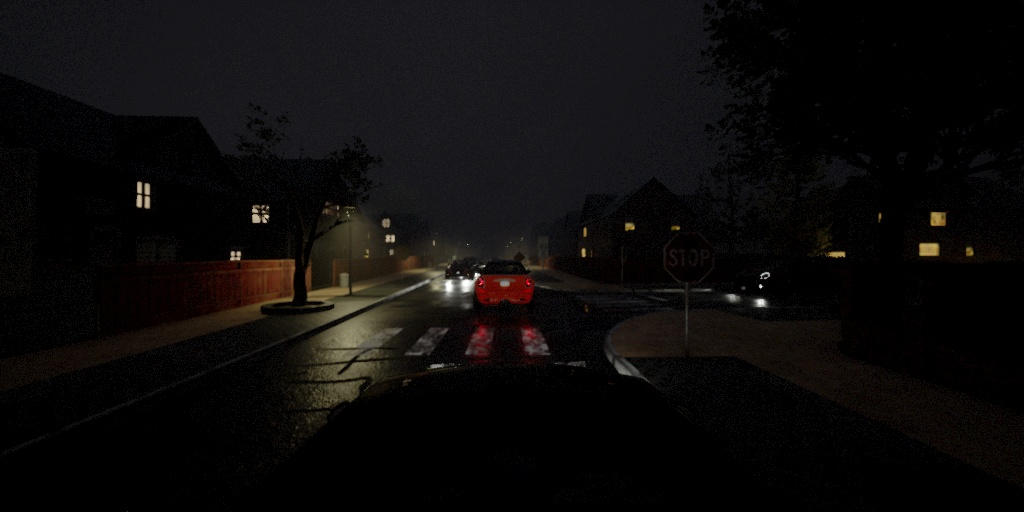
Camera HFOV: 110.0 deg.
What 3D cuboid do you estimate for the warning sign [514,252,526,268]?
[{"bbox_3d":[0.843,0.437,39.282,1.300,1.860,1.060,0,0,-3],"label":"warning sign"}]

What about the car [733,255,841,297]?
[{"bbox_3d":[12.514,0.828,16.080,4.553,1.767,2.097,0,0,-4],"label":"car"}]

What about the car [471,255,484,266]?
[{"bbox_3d":[-5.356,0.675,56.104,1.882,1.535,5.008,0,0,-2],"label":"car"}]

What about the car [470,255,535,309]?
[{"bbox_3d":[-0.327,0.936,14.092,2.097,1.767,4.553,0,1,-2],"label":"car"}]

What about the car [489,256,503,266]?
[{"bbox_3d":[-2.515,0.761,56.332,1.994,1.385,4.181,0,0,-2],"label":"car"}]

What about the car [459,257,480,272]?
[{"bbox_3d":[-4.477,0.834,38.252,1.837,1.490,4.892,0,0,-3],"label":"car"}]

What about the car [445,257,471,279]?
[{"bbox_3d":[-3.914,0.993,27.475,1.994,1.385,4.181,0,1,-2],"label":"car"}]
